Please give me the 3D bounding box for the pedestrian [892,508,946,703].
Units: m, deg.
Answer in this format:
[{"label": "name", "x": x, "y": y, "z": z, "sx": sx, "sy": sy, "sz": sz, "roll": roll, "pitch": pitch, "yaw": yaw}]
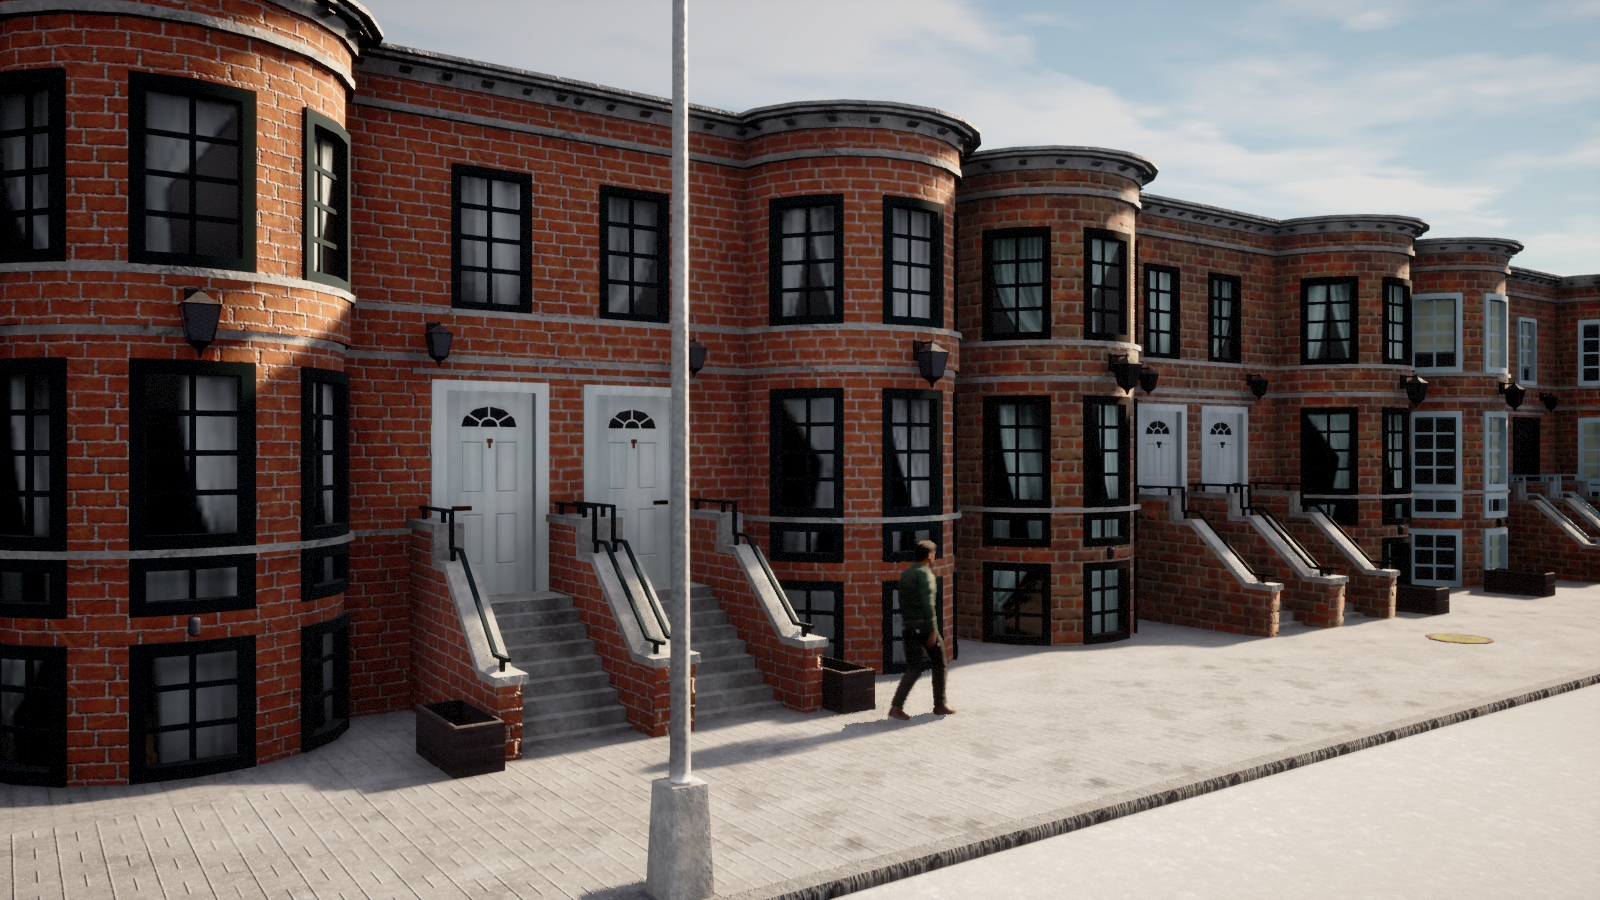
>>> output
[{"label": "pedestrian", "x": 1.181, "y": 1.521, "z": 11.323, "sx": 0.375, "sy": 1.860, "sz": 0.375, "roll": 0, "pitch": 0, "yaw": -35}]
